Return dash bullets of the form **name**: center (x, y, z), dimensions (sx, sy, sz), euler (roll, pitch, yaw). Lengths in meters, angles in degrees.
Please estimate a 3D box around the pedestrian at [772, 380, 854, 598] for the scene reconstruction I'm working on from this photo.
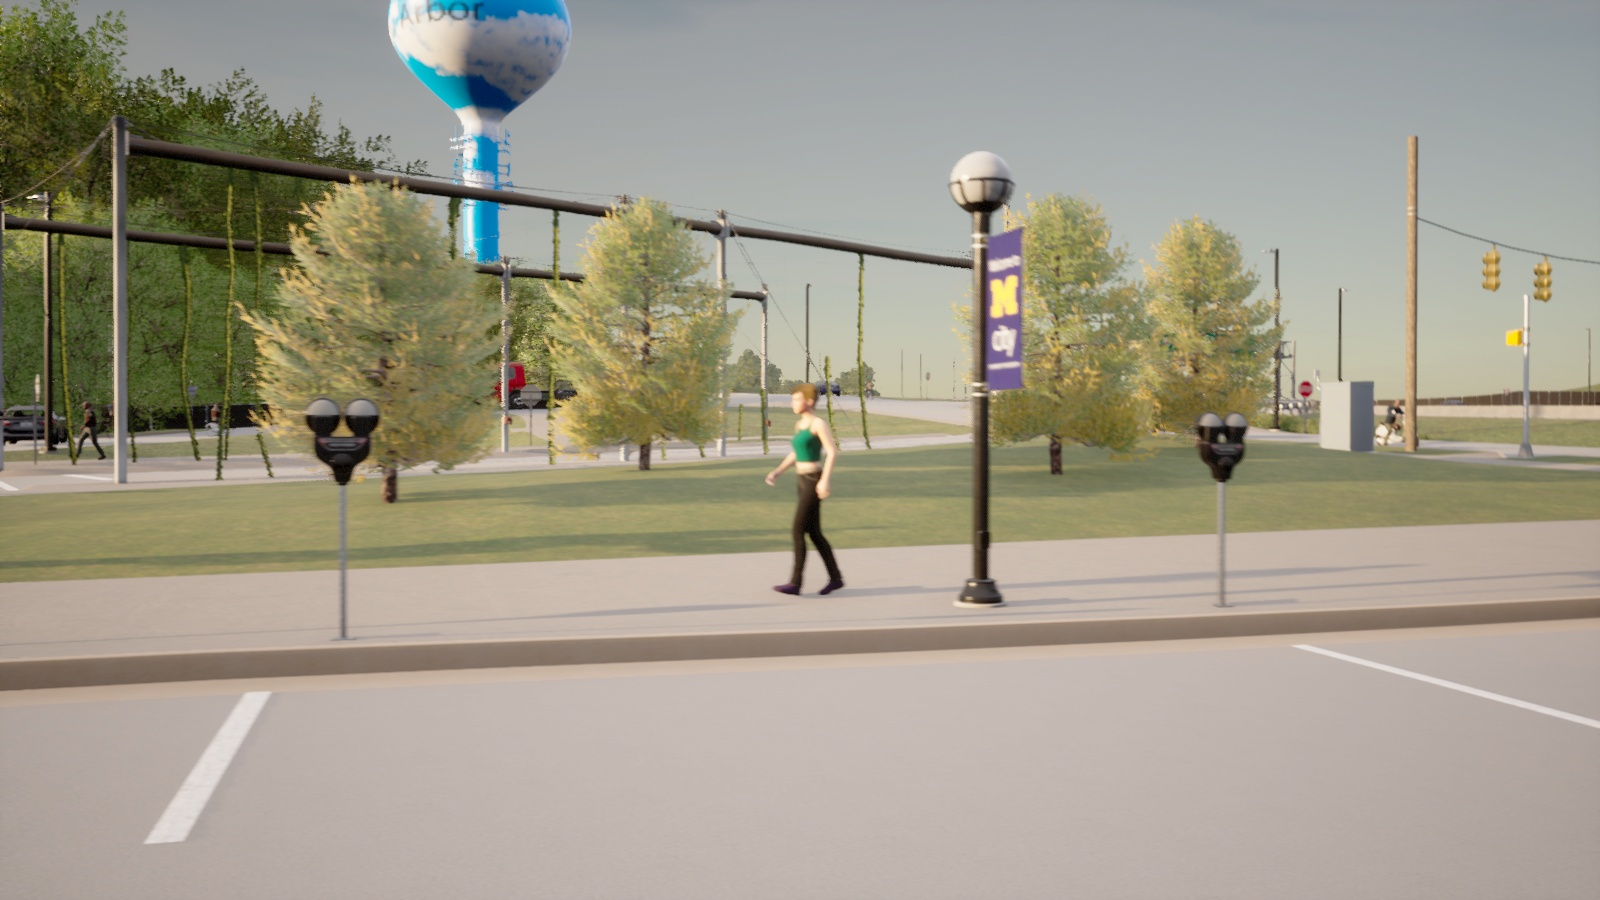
- **pedestrian**: center (0.112, 0.324, 10.845), dimensions (0.594, 1.836, 0.345), euler (-1, 1, -18)

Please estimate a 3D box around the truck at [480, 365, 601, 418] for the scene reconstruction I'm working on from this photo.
- **truck**: center (-18.782, -4.246, 91.247), dimensions (7.936, 3.462, 2.891), euler (-4, 3, -31)

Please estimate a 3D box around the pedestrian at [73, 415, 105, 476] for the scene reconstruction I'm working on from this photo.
- **pedestrian**: center (-21.543, -0.140, 38.063), dimensions (0.720, 1.854, 0.376), euler (-2, 1, -44)

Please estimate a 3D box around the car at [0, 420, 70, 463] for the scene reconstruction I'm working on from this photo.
- **car**: center (-33.011, -0.409, 54.114), dimensions (2.242, 1.667, 4.611), euler (-3, 3, -26)

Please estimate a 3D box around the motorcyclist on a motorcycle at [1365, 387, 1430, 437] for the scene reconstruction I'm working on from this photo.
- **motorcyclist on a motorcycle**: center (19.262, -1.229, 40.555), dimensions (0.866, 1.590, 1.817), euler (-1, 2, -19)
